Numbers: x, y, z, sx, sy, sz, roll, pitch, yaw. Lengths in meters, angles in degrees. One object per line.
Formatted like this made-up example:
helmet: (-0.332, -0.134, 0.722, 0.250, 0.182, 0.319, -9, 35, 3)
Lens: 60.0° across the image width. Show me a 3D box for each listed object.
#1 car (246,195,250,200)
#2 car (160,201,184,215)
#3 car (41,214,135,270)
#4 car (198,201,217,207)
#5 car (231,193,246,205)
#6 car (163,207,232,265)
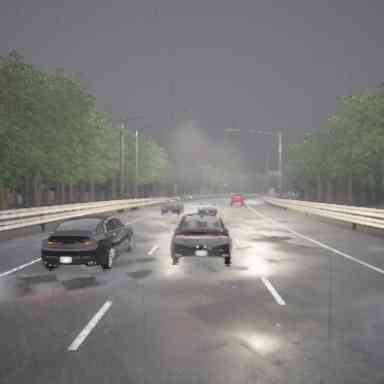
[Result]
car: (13.465, 1.479, 87.572, 1.837, 1.490, 4.892, 0, 0, 13)
car: (-1.880, 1.596, 33.654, 1.895, 1.301, 4.718, 0, 0, 5)
car: (-3.185, 1.502, 11.010, 1.837, 1.490, 4.892, 0, 0, 2)
car: (1.653, 1.600, 33.908, 1.895, 1.301, 4.718, 0, 0, 5)
car: (8.018, 1.208, 58.743, 2.150, 2.045, 5.566, 0, 0, 9)
car: (0.340, 1.492, 11.701, 2.128, 1.511, 4.902, 0, 0, 2)
